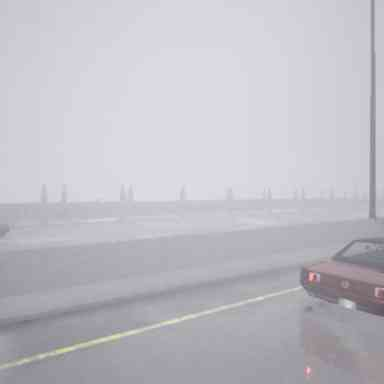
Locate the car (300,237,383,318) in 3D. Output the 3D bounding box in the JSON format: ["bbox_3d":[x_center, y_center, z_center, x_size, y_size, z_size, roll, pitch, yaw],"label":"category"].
[{"bbox_3d":[4.445,1.608,6.915,4.718,1.301,1.895,0,0,-35],"label":"car"}]

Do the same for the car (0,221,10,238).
[{"bbox_3d":[-10.332,1.602,13.819,4.718,1.301,1.895,0,0,-36],"label":"car"}]
